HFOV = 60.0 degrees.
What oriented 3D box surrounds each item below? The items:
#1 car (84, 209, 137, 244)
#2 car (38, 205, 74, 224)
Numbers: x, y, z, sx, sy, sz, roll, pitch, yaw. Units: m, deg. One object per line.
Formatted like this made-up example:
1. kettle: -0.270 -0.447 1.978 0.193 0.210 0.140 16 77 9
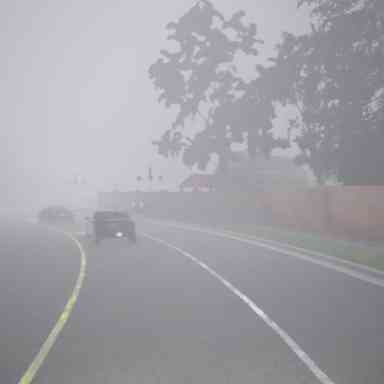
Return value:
1. car: -4.105 1.593 16.523 1.837 1.490 4.892 0 0 -24
2. car: -11.253 1.769 27.415 1.994 1.385 4.181 -1 0 -37
